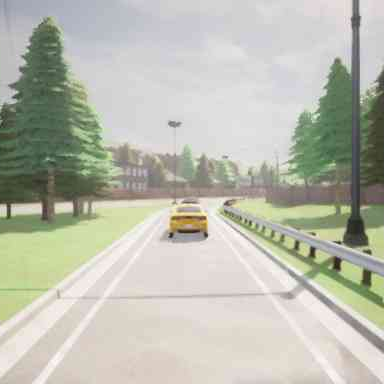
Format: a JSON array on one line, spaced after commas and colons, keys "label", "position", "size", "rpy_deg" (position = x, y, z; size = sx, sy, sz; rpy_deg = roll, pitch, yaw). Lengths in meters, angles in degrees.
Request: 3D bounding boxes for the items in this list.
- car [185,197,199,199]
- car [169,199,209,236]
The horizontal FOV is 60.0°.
[{"label": "car", "position": [0.000, 1.270, 35.622], "size": [1.837, 1.490, 4.892], "rpy_deg": [0, 1, 5]}, {"label": "car", "position": [-0.193, 1.361, 17.488], "size": [1.882, 1.535, 5.008], "rpy_deg": [0, 0, -1]}]
